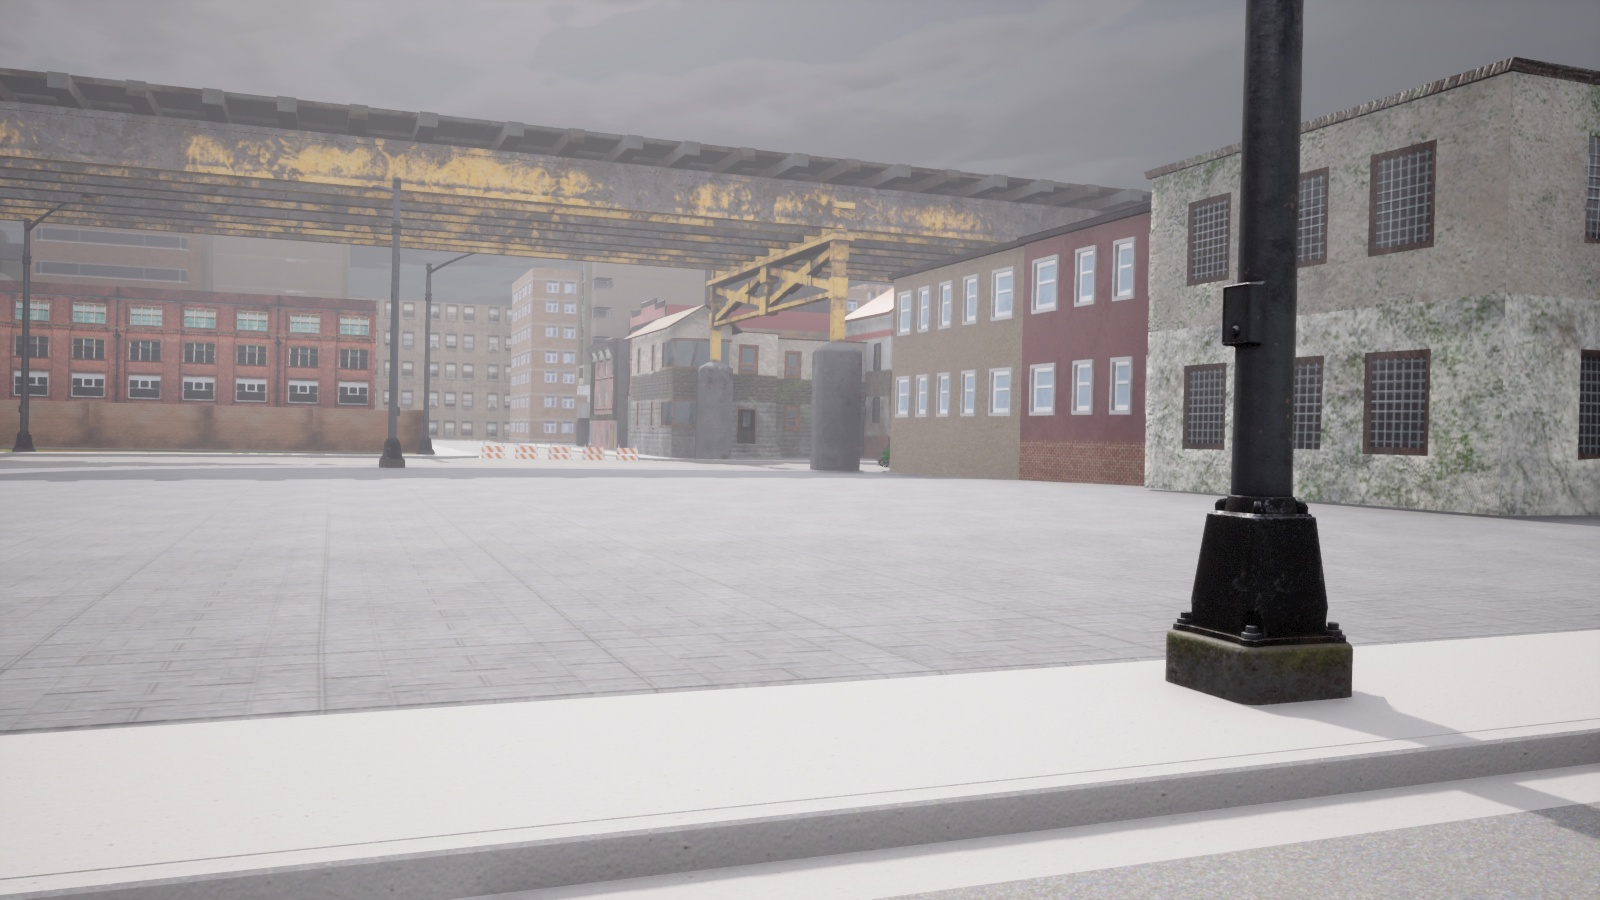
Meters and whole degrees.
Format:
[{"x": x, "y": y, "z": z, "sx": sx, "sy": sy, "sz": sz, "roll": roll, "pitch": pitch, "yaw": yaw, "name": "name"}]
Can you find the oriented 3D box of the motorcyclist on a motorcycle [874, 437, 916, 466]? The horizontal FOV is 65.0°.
[{"x": 5.018, "y": 0.089, "z": 66.446, "sx": 2.044, "sy": 1.523, "sz": 0.797, "roll": 0, "pitch": 1, "yaw": -20, "name": "motorcyclist on a motorcycle"}]
